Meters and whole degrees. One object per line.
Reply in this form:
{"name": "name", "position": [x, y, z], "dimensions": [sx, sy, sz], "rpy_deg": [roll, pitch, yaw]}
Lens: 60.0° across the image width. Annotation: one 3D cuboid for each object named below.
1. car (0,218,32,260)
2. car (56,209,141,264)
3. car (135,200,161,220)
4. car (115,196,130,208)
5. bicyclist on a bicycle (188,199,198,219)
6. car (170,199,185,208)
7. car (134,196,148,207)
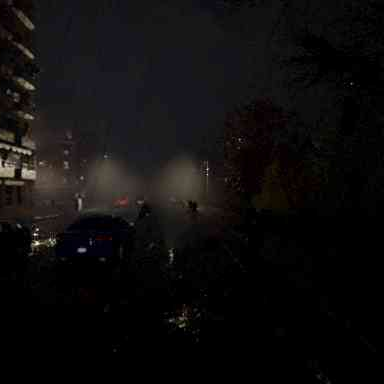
{"name": "car", "position": [-6.703, 1.577, 10.131], "dimensions": [2.128, 1.511, 4.902], "rpy_deg": [0, 0, -1]}
{"name": "car", "position": [-3.288, 1.578, 12.268], "dimensions": [1.882, 1.535, 5.008], "rpy_deg": [0, 0, -1]}
{"name": "car", "position": [-3.872, 1.772, 30.654], "dimensions": [1.812, 1.442, 4.674], "rpy_deg": [0, 0, -2]}
{"name": "car", "position": [-12.396, 1.699, 59.615], "dimensions": [2.150, 2.045, 5.566], "rpy_deg": [0, -1, -5]}
{"name": "bicyclist on a bicycle", "position": [0.224, 1.606, 29.623], "dimensions": [0.659, 1.776, 1.843], "rpy_deg": [0, 0, -2]}
{"name": "car", "position": [-2.305, 1.950, 56.749], "dimensions": [1.837, 1.490, 4.892], "rpy_deg": [0, 0, -4]}
{"name": "car", "position": [-9.186, 1.698, 60.221], "dimensions": [2.150, 2.045, 5.566], "rpy_deg": [0, -1, -5]}
